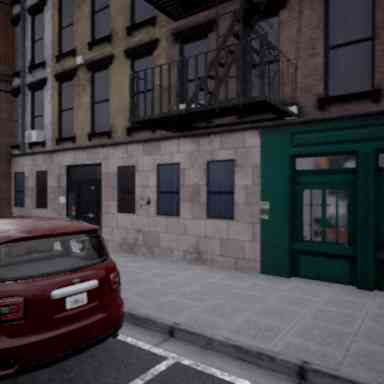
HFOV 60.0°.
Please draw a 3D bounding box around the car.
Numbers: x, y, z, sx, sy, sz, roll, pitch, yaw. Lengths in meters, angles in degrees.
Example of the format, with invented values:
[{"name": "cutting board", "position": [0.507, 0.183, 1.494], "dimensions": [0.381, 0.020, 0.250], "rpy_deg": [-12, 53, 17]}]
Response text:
[{"name": "car", "position": [-3.236, 1.290, 5.118], "dimensions": [5.009, 1.841, 2.192], "rpy_deg": [0, 0, 36]}]
